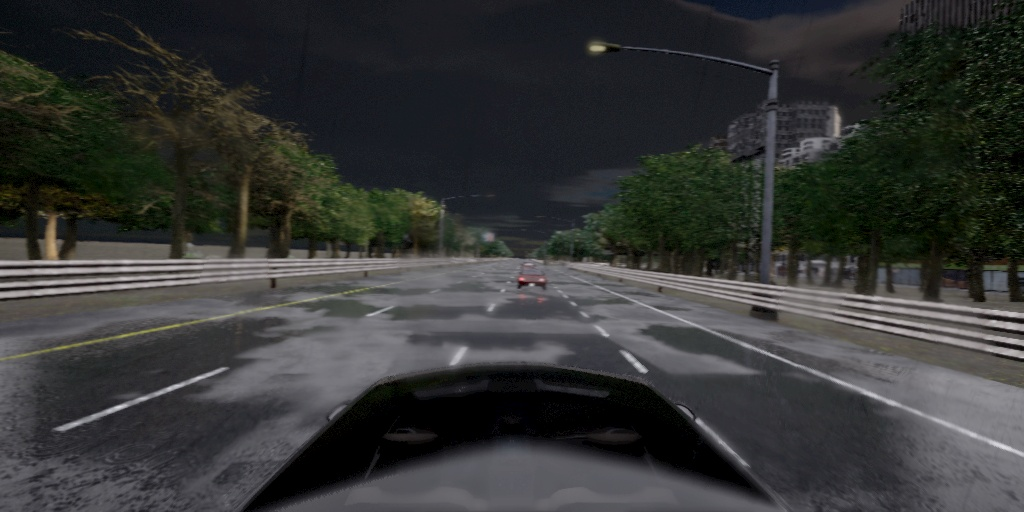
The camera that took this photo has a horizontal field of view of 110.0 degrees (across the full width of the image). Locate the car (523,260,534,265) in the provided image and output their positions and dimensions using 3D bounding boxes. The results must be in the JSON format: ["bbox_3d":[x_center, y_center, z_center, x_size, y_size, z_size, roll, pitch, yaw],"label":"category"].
[{"bbox_3d":[2.195,1.557,48.639,1.812,1.442,4.674,3,0,2],"label":"car"}]

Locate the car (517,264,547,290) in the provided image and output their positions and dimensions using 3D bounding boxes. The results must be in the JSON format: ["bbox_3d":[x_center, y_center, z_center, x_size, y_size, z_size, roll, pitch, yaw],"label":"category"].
[{"bbox_3d":[1.337,1.501,24.495,1.895,1.301,4.718,3,0,2],"label":"car"}]
